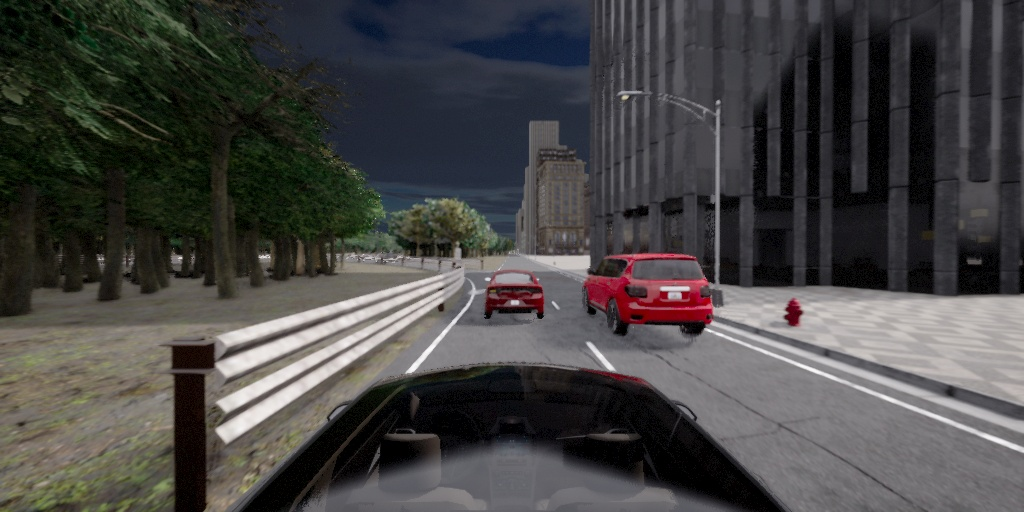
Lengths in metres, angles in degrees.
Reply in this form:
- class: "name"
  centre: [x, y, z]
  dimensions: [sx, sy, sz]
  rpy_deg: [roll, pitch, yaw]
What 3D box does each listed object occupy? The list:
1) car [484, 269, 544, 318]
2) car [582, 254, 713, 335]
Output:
- class: "car"
  centre: [0.023, 1.215, 13.005]
  dimensions: [1.882, 1.535, 5.008]
  rpy_deg: [0, 0, -2]
- class: "car"
  centre: [3.593, 0.962, 10.577]
  dimensions: [2.150, 2.045, 5.566]
  rpy_deg: [0, 0, 0]
